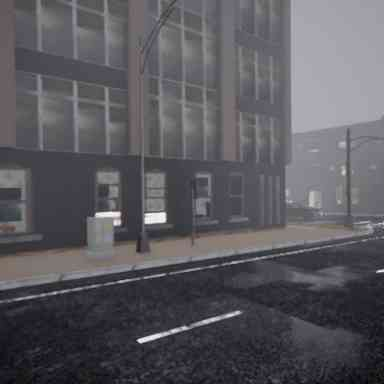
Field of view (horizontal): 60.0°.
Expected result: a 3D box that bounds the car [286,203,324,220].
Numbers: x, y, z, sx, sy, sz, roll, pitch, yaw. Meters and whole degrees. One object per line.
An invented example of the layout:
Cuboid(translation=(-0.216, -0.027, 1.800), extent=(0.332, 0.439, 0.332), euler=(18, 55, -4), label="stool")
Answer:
Cuboid(translation=(9.748, 1.730, 30.753), extent=(2.128, 1.511, 4.902), euler=(-1, 0, -37), label="car")

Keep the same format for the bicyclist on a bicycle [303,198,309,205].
Cuboid(translation=(13.724, 1.512, 40.023), extent=(1.656, 1.620, 0.582), euler=(-1, 0, -37), label="bicyclist on a bicycle")
